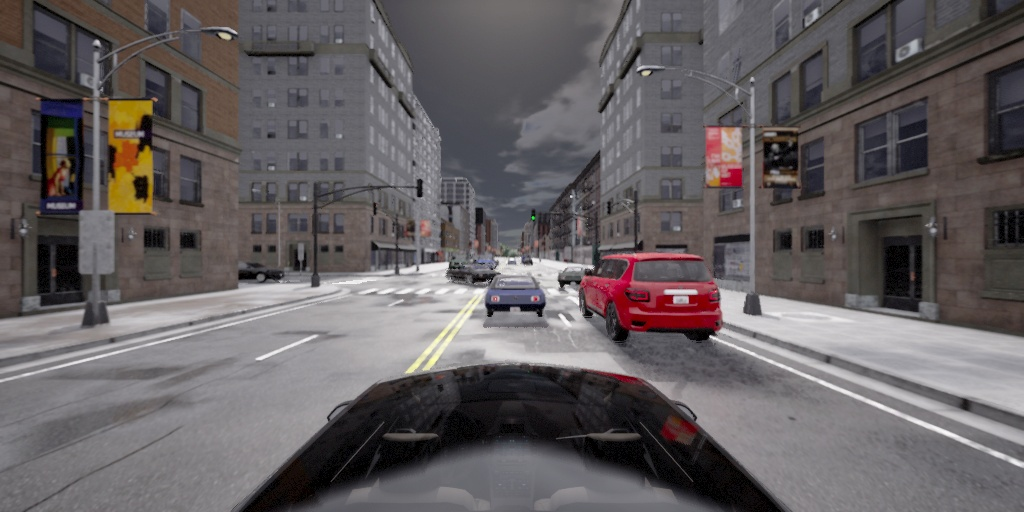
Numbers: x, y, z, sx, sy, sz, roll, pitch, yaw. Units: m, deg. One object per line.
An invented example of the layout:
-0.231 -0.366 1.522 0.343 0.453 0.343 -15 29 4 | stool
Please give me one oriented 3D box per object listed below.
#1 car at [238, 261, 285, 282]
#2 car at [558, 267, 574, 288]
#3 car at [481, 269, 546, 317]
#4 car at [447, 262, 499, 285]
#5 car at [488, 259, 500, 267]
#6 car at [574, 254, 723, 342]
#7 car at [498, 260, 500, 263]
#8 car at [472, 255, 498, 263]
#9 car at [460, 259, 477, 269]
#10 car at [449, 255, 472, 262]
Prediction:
-19.856 1.152 26.998 5.008 1.535 1.882 0 0 1 | car
4.352 1.309 23.136 1.895 1.301 4.718 0 0 19 | car
0.101 1.328 13.088 1.895 1.301 4.718 0 0 0 | car
-2.875 1.297 25.467 1.895 1.301 4.718 0 0 -35 | car
-3.240 1.225 64.741 1.895 1.301 4.718 0 0 0 | car
3.353 0.956 9.827 2.150 2.045 5.566 0 0 0 | car
-3.306 1.173 54.530 1.812 1.442 4.674 0 0 1 | car
-3.302 0.888 45.012 2.150 2.045 5.566 0 0 2 | car
-6.560 1.210 54.707 1.994 1.385 4.181 0 0 0 | car
-6.577 0.887 45.300 2.150 2.045 5.566 0 0 0 | car
